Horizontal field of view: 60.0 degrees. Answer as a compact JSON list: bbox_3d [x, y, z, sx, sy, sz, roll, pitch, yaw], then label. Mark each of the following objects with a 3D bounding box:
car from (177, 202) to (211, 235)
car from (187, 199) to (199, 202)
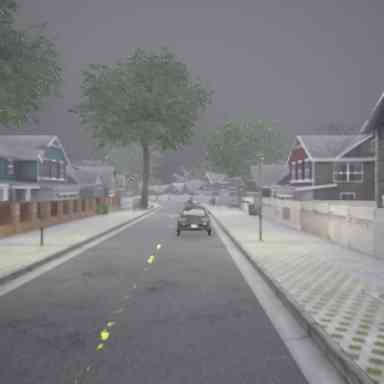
[{"bbox_3d":[0.102,1.534,18.923,1.812,1.442,4.674,0,0,0],"label":"car"},{"bbox_3d":[0.087,1.578,38.859,1.812,1.442,4.674,0,0,0],"label":"car"}]
